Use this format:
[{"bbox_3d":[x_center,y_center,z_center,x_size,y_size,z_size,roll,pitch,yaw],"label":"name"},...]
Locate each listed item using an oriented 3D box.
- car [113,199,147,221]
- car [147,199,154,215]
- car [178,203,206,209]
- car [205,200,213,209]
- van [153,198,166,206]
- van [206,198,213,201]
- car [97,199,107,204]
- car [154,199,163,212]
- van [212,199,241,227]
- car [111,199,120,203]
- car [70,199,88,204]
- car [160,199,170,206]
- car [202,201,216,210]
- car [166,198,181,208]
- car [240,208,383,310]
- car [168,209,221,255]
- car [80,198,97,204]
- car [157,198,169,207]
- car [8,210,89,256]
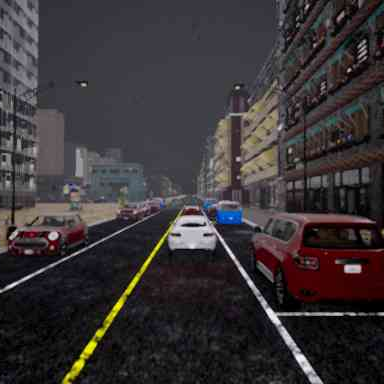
[{"bbox_3d":[-5.650,1.759,30.533,1.967,1.590,4.097,1,-1,0],"label":"car"},{"bbox_3d":[-5.644,1.815,36.179,1.967,1.590,4.097,1,-1,0],"label":"car"},{"bbox_3d":[0.029,1.828,28.889,1.812,1.442,4.674,0,0,1],"label":"car"},{"bbox_3d":[2.702,1.920,36.210,1.887,1.381,4.507,1,-1,0],"label":"car"},{"bbox_3d":[-5.642,1.879,53.116,1.690,1.788,3.998,1,-1,0],"label":"van"},{"bbox_3d":[2.706,1.826,47.503,1.690,1.788,3.998,1,-1,0],"label":"van"},{"bbox_3d":[-25.195,2.614,90.438,4.313,1.339,1.947,0,-1,1],"label":"car"},{"bbox_3d":[-5.645,2.029,47.468,1.887,1.381,4.507,1,-1,0],"label":"car"},{"bbox_3d":[2.704,1.604,24.918,1.690,1.788,3.998,1,-1,0],"label":"van"},{"bbox_3d":[-19.714,2.573,90.363,4.403,1.369,2.008,0,-1,1],"label":"car"},{"bbox_3d":[-30.675,2.657,90.513,4.206,1.307,1.802,0,-1,1],"label":"car"},{"bbox_3d":[-5.644,2.238,70.051,1.887,1.381,4.507,1,-1,0],"label":"car"},{"bbox_3d":[2.703,2.104,53.146,1.947,1.339,4.313,1,-1,0],"label":"car"},{"bbox_3d":[-3.043,1.969,61.702,2.097,1.767,4.553,0,-1,1],"label":"car"},{"bbox_3d":[2.703,1.401,7.981,2.192,1.841,5.009,1,-1,0],"label":"car"},{"bbox_3d":[0.027,1.674,13.892,1.812,1.442,4.674,0,0,1],"label":"car"},{"bbox_3d":[-26.374,2.291,81.819,4.097,1.590,1.967,0,-1,1],"label":"car"},{"bbox_3d":[-5.642,2.082,64.406,1.967,1.590,4.097,1,-1,0],"label":"car"},{"bbox_3d":[-5.682,1.586,13.596,1.967,1.590,4.097,1,-1,0],"label":"car"}]
